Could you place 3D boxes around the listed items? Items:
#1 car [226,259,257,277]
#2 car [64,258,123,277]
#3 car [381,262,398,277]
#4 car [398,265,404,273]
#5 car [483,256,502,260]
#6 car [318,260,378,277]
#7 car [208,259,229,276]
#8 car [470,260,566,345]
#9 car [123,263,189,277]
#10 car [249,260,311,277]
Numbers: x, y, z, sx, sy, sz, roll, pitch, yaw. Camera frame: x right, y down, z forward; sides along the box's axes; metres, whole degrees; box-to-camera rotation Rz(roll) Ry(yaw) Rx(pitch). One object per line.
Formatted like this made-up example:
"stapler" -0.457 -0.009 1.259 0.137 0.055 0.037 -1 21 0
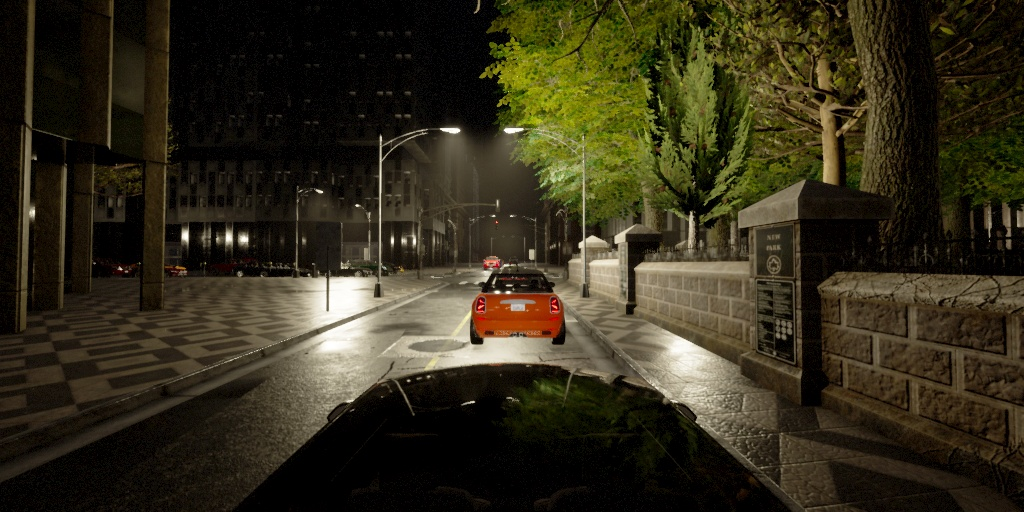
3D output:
"car" -23.886 1.291 34.225 4.892 1.490 1.837 0 -1 0
"car" -36.561 1.061 31.673 5.009 1.841 2.192 0 0 1
"car" -13.741 1.125 34.126 4.553 1.767 2.097 0 -1 0
"car" -14.247 1.347 37.322 4.892 1.490 1.837 0 0 0
"car" -2.879 1.061 51.762 2.150 2.045 5.566 0 -1 0
"car" -14.510 1.267 31.453 4.403 1.370 2.007 0 0 1
"car" -30.971 1.236 40.141 5.009 1.841 2.192 0 0 1
"car" 0.128 1.107 9.678 2.097 1.767 4.553 0 0 0
"car" -31.048 1.320 31.618 4.207 1.307 1.802 0 0 1
"car" -20.023 1.289 31.508 4.313 1.339 1.948 0 0 1
